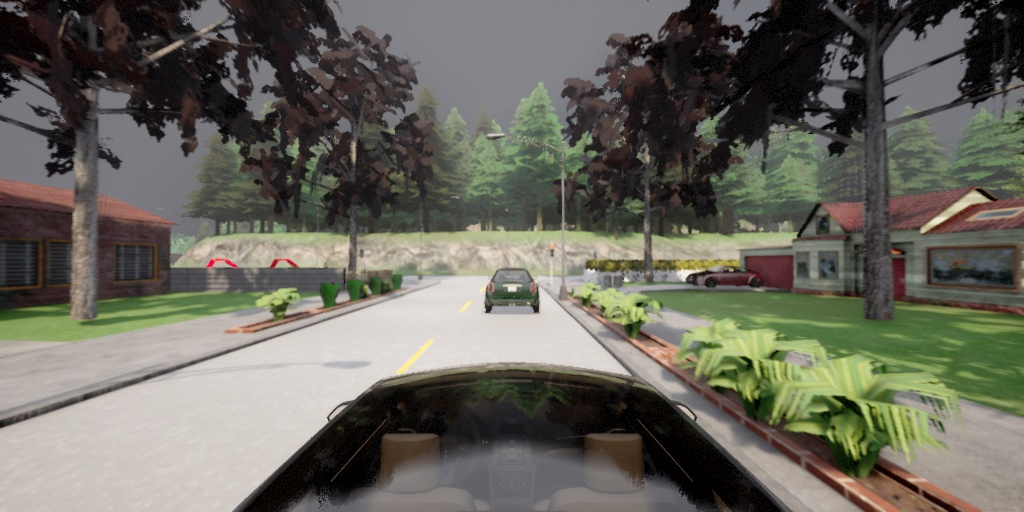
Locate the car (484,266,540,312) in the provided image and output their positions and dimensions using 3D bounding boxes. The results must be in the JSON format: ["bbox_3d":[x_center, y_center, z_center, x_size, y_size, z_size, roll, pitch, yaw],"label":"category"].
[{"bbox_3d":[0.027,1.251,15.242,2.097,1.767,4.553,0,-1,1],"label":"car"}]

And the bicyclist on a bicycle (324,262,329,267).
[{"bbox_3d":[-24.036,1.594,46.368,0.582,1.620,1.656,0,0,0],"label":"bicyclist on a bicycle"}]
